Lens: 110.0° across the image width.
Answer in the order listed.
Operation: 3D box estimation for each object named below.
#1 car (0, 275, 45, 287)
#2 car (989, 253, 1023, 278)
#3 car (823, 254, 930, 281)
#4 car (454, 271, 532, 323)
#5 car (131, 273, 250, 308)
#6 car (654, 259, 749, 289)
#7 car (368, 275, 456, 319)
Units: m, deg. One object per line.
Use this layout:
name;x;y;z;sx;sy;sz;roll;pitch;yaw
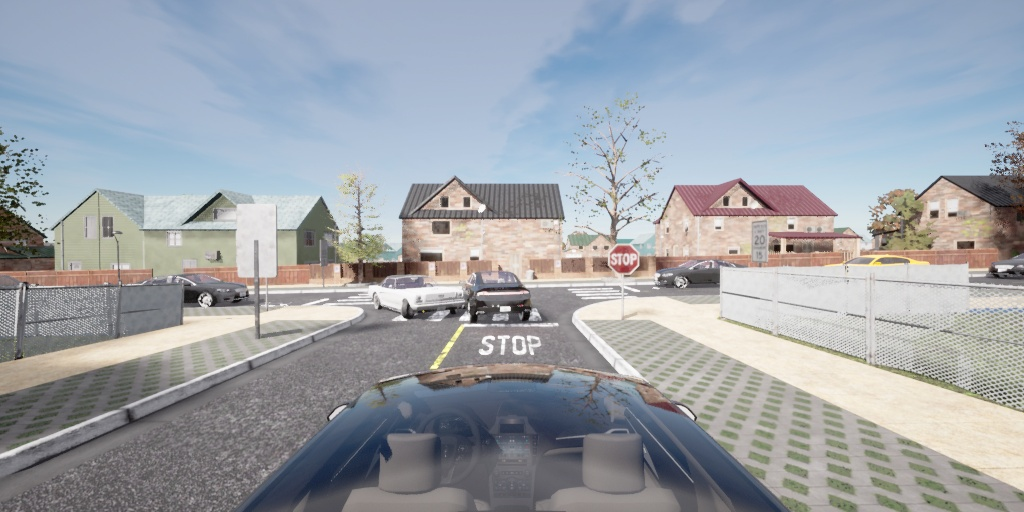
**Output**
car;-24.242;1.648;16.522;4.553;1.767;2.097;-1;1;0
car;29.383;0.477;19.694;4.902;1.511;2.128;-1;1;0
car;19.759;0.690;19.657;5.008;1.535;1.882;-1;1;-1
car;-0.688;1.242;12.210;2.128;1.511;4.902;0;0;-12
car;-14.904;1.566;16.563;4.902;1.511;2.128;-1;1;0
car;10.328;0.925;19.619;4.902;1.511;2.128;-1;1;0
car;-3.604;1.367;13.069;1.895;1.301;4.718;0;0;-38
